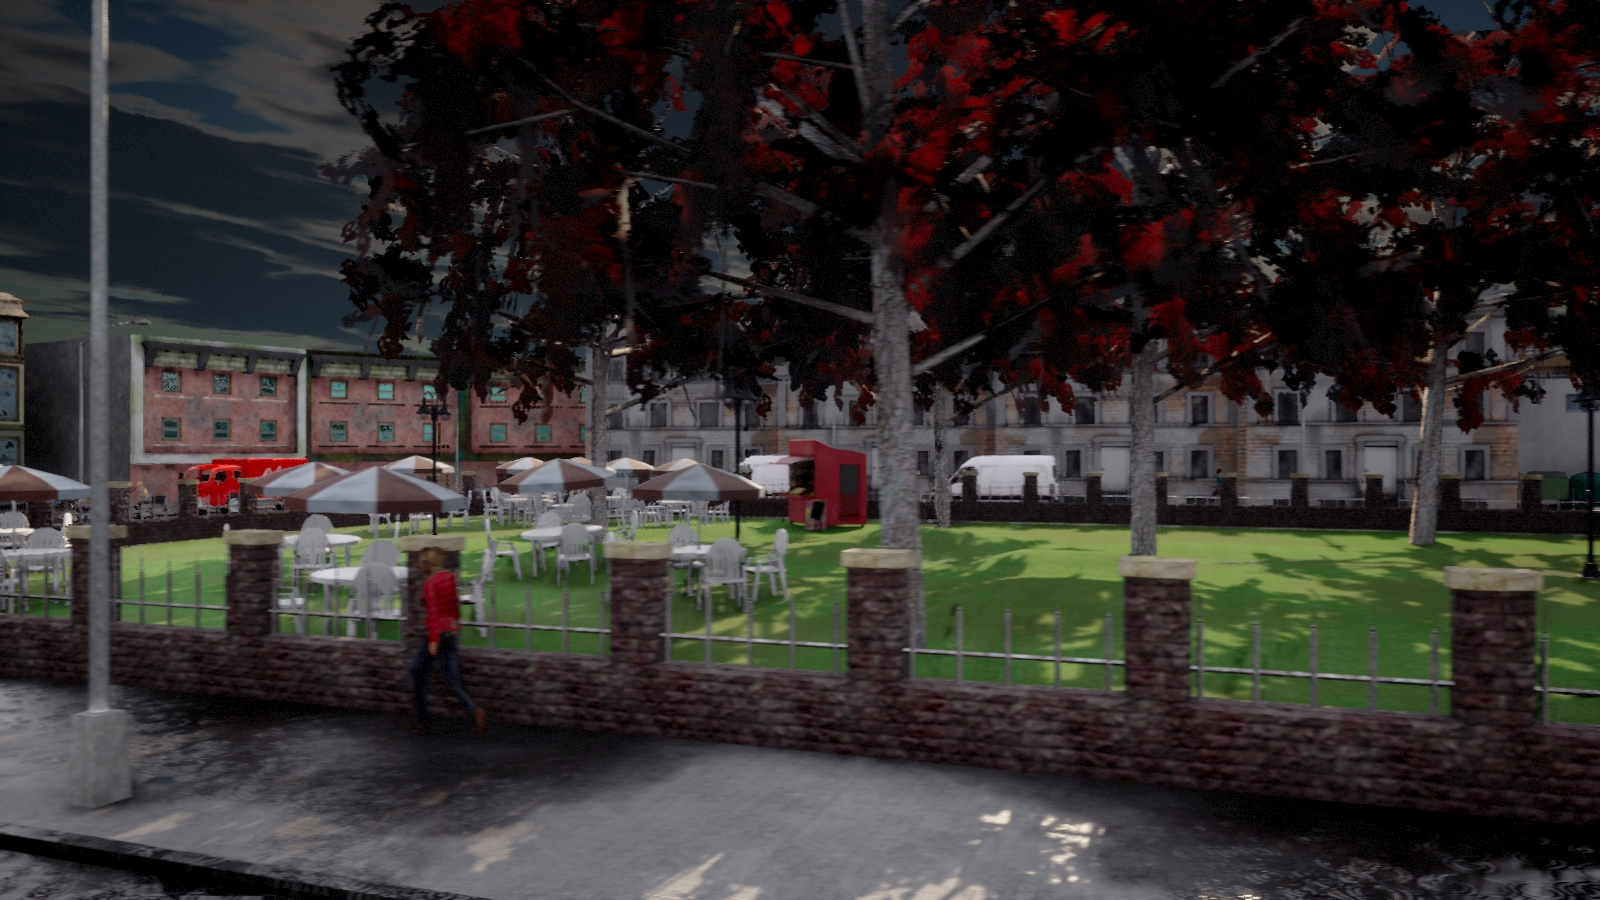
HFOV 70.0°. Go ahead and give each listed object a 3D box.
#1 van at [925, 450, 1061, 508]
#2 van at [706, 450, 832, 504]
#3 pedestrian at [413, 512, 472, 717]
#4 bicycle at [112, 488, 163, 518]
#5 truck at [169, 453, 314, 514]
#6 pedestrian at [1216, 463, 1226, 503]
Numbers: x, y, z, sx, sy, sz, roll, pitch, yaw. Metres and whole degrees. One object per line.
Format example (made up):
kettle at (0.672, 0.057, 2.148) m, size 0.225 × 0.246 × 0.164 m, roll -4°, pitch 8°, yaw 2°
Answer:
van at (8.947, 1.313, 52.991) m, size 5.915 × 2.561 × 1.988 m, roll 0°, pitch 0°, yaw 20°
van at (-1.549, 1.313, 56.787) m, size 5.915 × 2.561 × 1.988 m, roll 0°, pitch 0°, yaw 20°
pedestrian at (-3.358, 1.526, 10.740) m, size 0.375 × 1.860 × 0.375 m, roll 0°, pitch 0°, yaw 19°
bicycle at (-25.695, 2.036, 44.348) m, size 0.859 × 1.080 × 1.487 m, roll 0°, pitch 0°, yaw 20°
truck at (-23.941, 1.348, 49.243) m, size 2.627 × 2.467 × 5.204 m, roll 0°, pitch 0°, yaw 21°
pedestrian at (19.470, 1.525, 52.834) m, size 0.375 × 1.860 × 0.375 m, roll 0°, pitch 0°, yaw 9°
